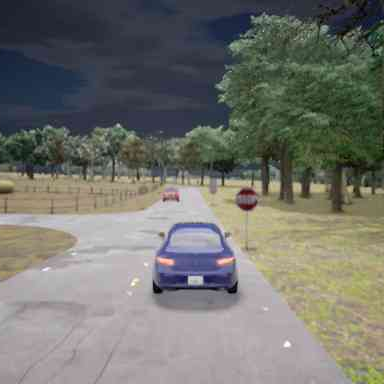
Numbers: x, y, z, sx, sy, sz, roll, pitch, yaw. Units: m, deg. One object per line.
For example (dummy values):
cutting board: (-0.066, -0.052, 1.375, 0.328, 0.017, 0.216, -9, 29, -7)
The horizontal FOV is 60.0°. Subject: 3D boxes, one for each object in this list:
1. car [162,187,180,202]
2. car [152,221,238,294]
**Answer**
car: (-2.842, 0.319, 46.024, 2.150, 2.045, 5.566, 0, 2, 0)
car: (0.069, 1.481, 8.571, 1.812, 1.442, 4.674, 0, 0, 0)
